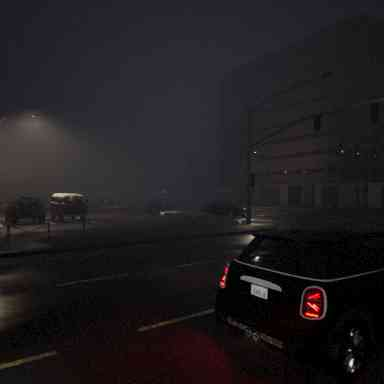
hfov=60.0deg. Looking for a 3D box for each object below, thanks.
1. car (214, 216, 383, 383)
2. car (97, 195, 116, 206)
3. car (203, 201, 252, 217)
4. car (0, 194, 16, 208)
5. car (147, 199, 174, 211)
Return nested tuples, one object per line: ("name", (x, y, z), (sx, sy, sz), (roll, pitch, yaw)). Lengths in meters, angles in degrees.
("car", (2.637, 1.352, 5.682), (4.553, 1.767, 2.097), (0, 0, -35))
("car", (-14.581, 1.407, 56.624), (2.097, 1.767, 4.553), (0, 0, -35))
("car", (3.208, 1.603, 31.455), (2.033, 1.411, 5.357), (0, 0, -35))
("car", (-31.674, 1.209, 56.493), (1.932, 1.855, 4.605), (0, 0, -35))
("car", (-4.078, 1.581, 41.741), (1.812, 1.442, 4.674), (0, 0, -35))
